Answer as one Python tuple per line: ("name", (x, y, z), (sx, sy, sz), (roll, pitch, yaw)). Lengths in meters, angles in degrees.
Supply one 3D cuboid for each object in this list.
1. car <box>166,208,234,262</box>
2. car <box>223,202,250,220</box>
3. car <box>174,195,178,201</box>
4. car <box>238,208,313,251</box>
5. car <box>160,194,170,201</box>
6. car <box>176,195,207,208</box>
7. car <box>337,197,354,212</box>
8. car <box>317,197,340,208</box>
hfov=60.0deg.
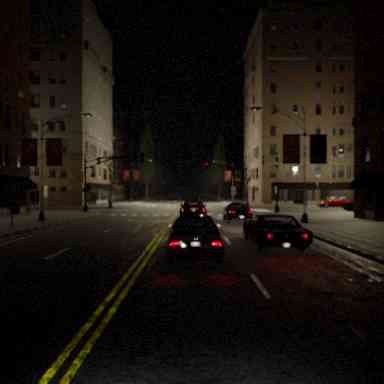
("car", (0.099, 1.531, 11.992), (2.033, 1.411, 5.357), (0, 0, 0))
("car", (3.349, 1.492, 24.669), (1.812, 1.442, 4.674), (0, 0, 0))
("car", (-3.254, 1.350, 80.913), (1.882, 1.535, 5.008), (0, 0, 0))
("car", (3.350, 1.582, 13.995), (1.895, 1.301, 4.718), (0, 0, 0))
("car", (-6.504, 1.372, 80.913), (1.837, 1.490, 4.892), (0, 0, 0))
("car", (0.099, 1.317, 26.028), (2.097, 1.767, 4.553), (0, 0, 0))
("car", (18.872, 1.528, 36.593), (4.313, 1.339, 1.947), (0, 0, 0))
("car", (18.914, 1.357, 44.617), (4.097, 1.590, 1.967), (0, 0, 0))
